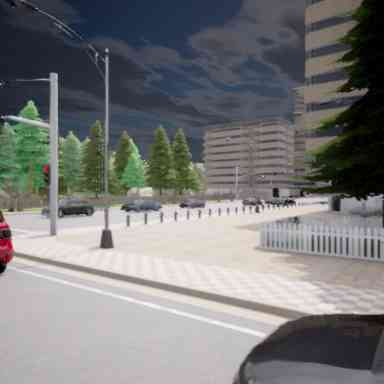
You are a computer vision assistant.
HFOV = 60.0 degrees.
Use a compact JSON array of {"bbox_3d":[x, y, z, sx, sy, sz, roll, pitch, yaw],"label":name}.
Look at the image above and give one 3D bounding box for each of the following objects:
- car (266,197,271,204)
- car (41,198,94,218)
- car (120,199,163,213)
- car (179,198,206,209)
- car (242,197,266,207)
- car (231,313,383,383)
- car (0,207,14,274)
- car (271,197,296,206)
[{"bbox_3d":[14.505,1.557,59.726,1.994,1.385,4.181,0,0,36],"label":"car"},{"bbox_3d":[-11.215,1.345,30.076,2.097,1.767,4.553,0,0,36],"label":"car"},{"bbox_3d":[-5.626,1.541,37.903,2.033,1.411,5.357,0,0,36],"label":"car"},{"bbox_3d":[0.076,1.557,45.865,1.994,1.385,4.181,0,0,36],"label":"car"},{"bbox_3d":[9.503,1.519,52.728,1.812,1.442,4.674,0,0,36],"label":"car"},{"bbox_3d":[2.341,1.563,2.319,4.181,1.385,1.994,0,0,36],"label":"car"},{"bbox_3d":[-7.118,1.218,9.380,5.566,2.045,2.150,0,0,39],"label":"car"},{"bbox_3d":[15.549,1.541,55.169,2.033,1.411,5.357,0,0,36],"label":"car"}]
